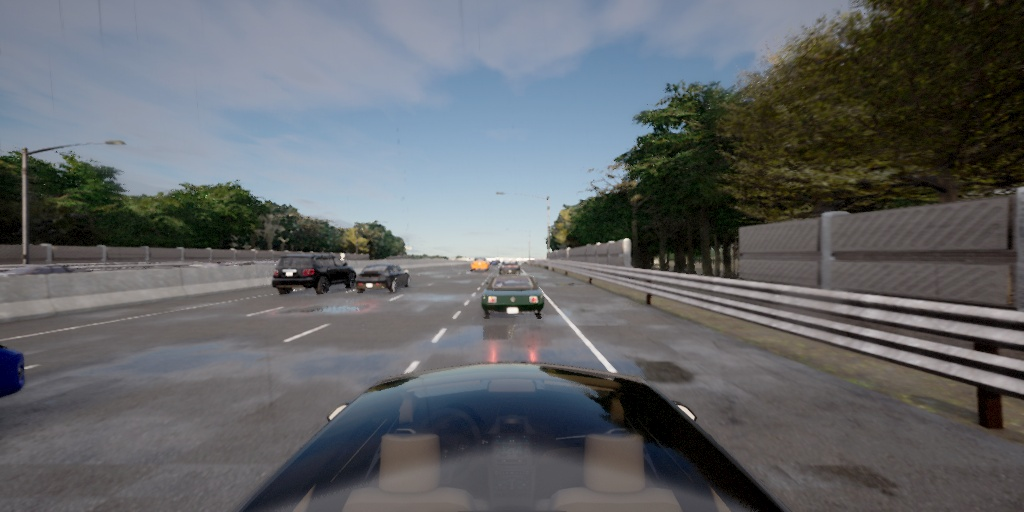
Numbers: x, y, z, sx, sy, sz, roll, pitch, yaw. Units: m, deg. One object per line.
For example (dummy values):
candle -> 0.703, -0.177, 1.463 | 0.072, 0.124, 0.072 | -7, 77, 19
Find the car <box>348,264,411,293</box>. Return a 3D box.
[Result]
car -> -7.069, 1.190, 20.115 | 1.837, 1.490, 4.892 | 0, 0, -1

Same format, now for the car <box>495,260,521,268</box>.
car -> -0.195, 1.083, 32.590 | 2.128, 1.511, 4.902 | 0, 0, -1

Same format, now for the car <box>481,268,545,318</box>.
car -> 0.006, 1.294, 12.707 | 1.895, 1.301, 4.718 | 0, 0, -1

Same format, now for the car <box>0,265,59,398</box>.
car -> -6.885, 1.007, 1.795 | 2.150, 2.045, 5.566 | 0, 0, -1

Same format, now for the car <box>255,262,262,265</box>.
car -> -28.463, 1.304, 41.565 | 1.994, 1.385, 4.181 | 0, 0, 0

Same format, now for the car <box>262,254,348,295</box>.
car -> -10.566, 0.928, 19.646 | 2.150, 2.045, 5.566 | 0, 0, -1

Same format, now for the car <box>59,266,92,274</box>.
car -> -31.805, 1.338, 24.093 | 2.033, 1.411, 5.357 | 0, 0, 0

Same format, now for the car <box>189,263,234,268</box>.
car -> -21.320, 1.253, 25.587 | 1.812, 1.442, 4.674 | 0, 0, -1

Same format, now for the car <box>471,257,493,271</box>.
car -> -3.922, 0.968, 45.177 | 2.097, 1.767, 4.553 | 0, 0, -1
